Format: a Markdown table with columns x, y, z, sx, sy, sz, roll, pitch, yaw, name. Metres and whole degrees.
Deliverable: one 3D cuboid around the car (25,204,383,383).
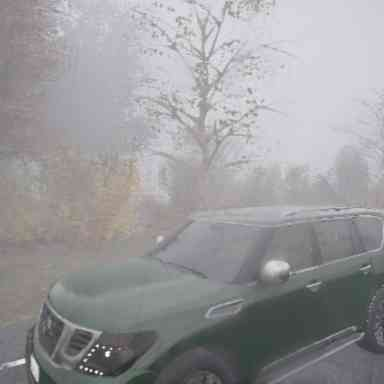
| x | y | z | sx | sy | sz | roll | pitch | yaw | name |
| --- | --- | --- | --- | --- | --- | --- | --- | --- | --- |
| 0.841 | 1.232 | 4.592 | 5.566 | 2.045 | 2.150 | 0 | 0 | -36 | car |
